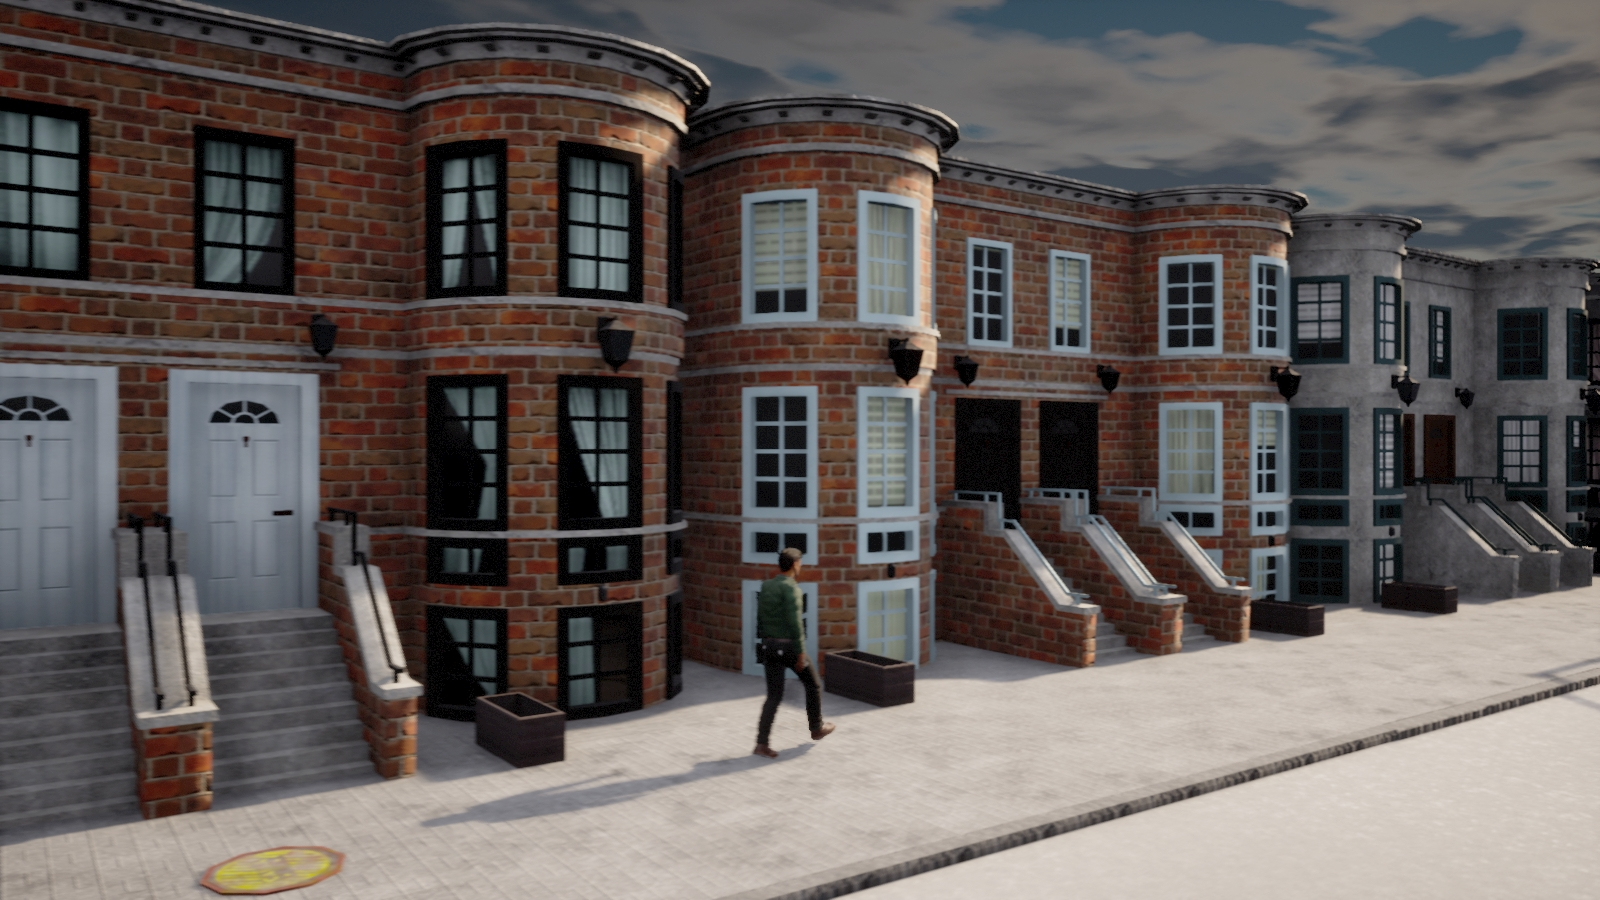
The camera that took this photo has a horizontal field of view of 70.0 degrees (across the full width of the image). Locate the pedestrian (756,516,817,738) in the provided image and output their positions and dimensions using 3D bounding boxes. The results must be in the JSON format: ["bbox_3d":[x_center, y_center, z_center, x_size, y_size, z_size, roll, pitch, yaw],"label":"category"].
[{"bbox_3d":[-0.117,1.525,10.009,0.375,1.860,0.375,0,0,-43],"label":"pedestrian"}]
